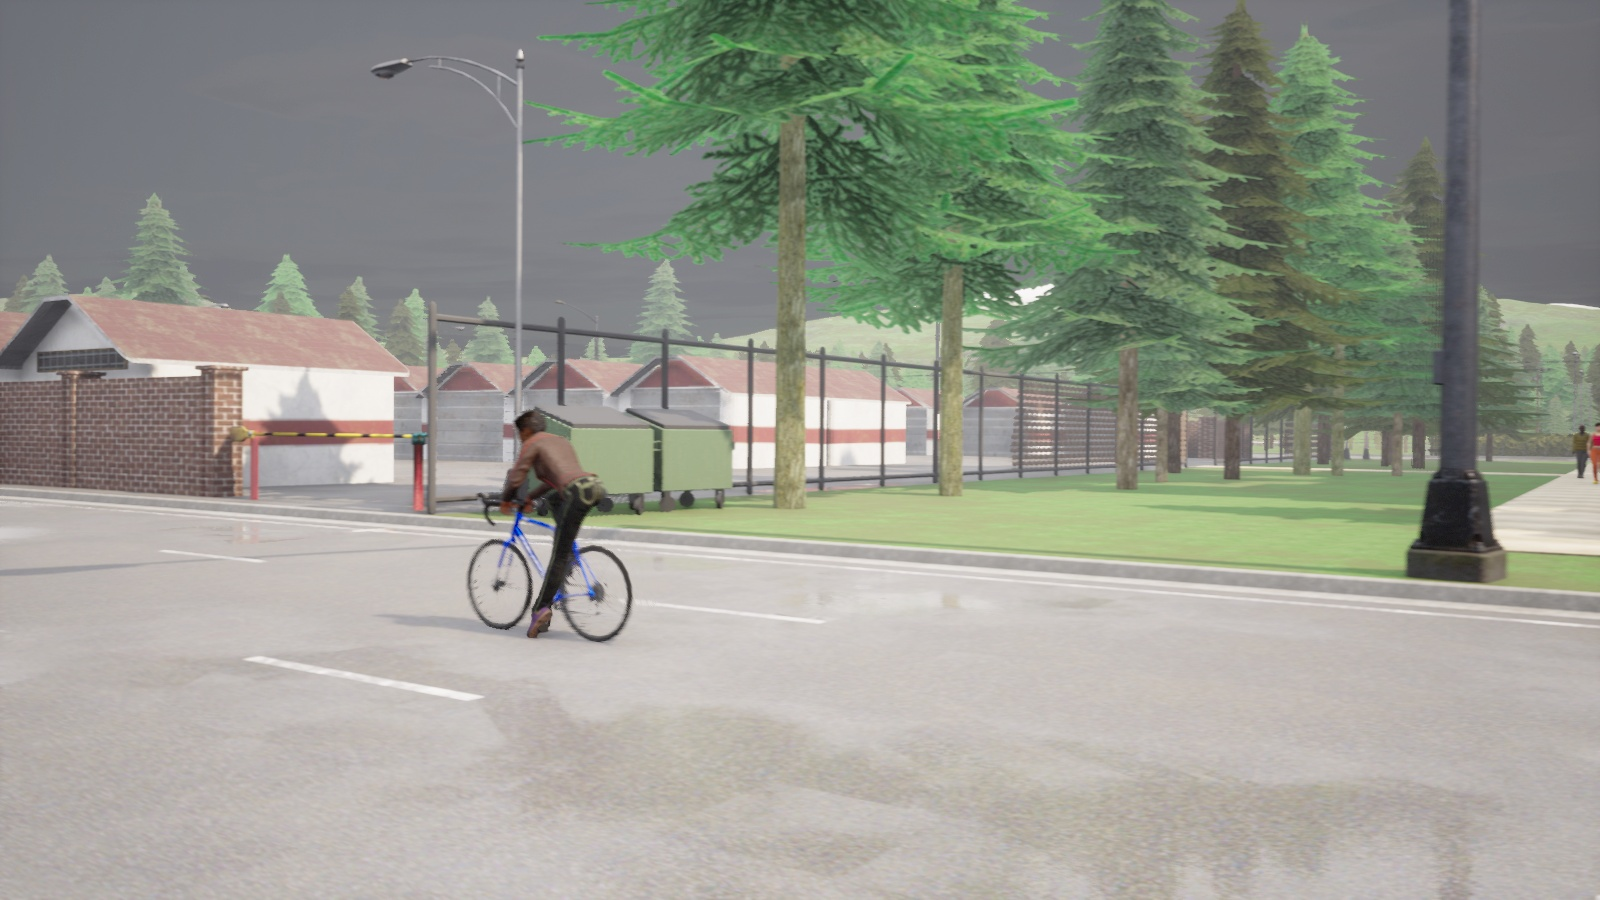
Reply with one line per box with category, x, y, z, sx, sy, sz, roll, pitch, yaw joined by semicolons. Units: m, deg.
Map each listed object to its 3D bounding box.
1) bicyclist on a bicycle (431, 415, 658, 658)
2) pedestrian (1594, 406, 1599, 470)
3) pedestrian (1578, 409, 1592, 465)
bicyclist on a bicycle;-1.861;0.577;9.060;1.656;1.620;0.582;0;1;34
pedestrian;23.261;-0.348;36.451;0.345;1.836;0.594;0;1;34
pedestrian;26.036;-0.444;41.666;0.370;1.835;0.726;0;1;34
